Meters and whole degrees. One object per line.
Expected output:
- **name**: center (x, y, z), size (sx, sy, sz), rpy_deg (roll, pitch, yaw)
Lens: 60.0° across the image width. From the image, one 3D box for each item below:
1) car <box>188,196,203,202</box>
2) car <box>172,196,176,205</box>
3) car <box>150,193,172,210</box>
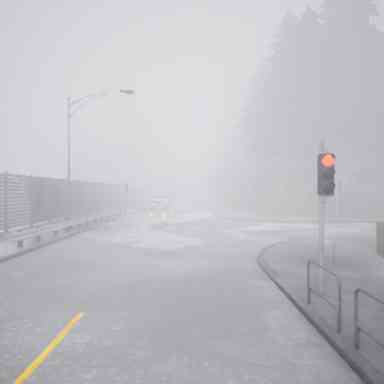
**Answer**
- **car**: center (0.713, 1.510, 72.203), size (1.812, 1.442, 4.674), rpy_deg (0, 0, 26)
- **car**: center (-4.175, 1.209, 54.182), size (2.150, 2.045, 5.566), rpy_deg (0, 0, 0)
- **car**: center (-4.172, 1.213, 43.224), size (2.150, 2.045, 5.566), rpy_deg (0, 0, 0)
